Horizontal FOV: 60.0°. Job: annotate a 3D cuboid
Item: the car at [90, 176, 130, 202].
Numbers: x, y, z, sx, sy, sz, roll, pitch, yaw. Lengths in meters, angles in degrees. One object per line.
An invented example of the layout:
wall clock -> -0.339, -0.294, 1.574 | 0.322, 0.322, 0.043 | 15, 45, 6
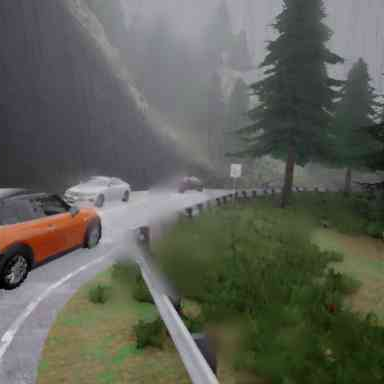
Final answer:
car -> -4.917, -0.131, 18.043 | 1.812, 1.442, 4.674 | 6, 5, 14

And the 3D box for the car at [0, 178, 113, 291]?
car -> -3.877, 0.695, 7.741 | 2.097, 1.767, 4.553 | 5, 5, 10

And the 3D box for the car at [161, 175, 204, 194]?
car -> -0.658, -0.710, 28.477 | 1.812, 1.442, 4.674 | 6, 5, 33

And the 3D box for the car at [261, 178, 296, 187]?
car -> 10.080, -0.881, 38.459 | 4.181, 1.385, 1.994 | 0, 3, -27
